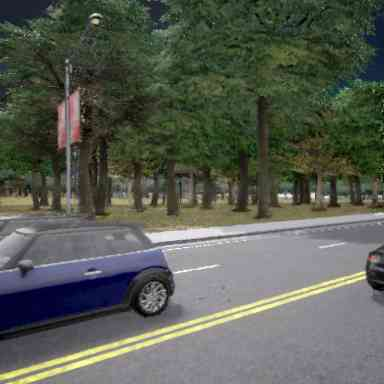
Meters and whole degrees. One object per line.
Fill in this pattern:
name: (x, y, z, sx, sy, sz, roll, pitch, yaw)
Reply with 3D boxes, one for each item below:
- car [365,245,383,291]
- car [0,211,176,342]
car: (5.766, 1.497, 7.622, 4.674, 1.442, 1.812, 0, 0, -36)
car: (-2.600, 1.364, 5.820, 4.553, 1.767, 2.097, 0, 0, -36)
